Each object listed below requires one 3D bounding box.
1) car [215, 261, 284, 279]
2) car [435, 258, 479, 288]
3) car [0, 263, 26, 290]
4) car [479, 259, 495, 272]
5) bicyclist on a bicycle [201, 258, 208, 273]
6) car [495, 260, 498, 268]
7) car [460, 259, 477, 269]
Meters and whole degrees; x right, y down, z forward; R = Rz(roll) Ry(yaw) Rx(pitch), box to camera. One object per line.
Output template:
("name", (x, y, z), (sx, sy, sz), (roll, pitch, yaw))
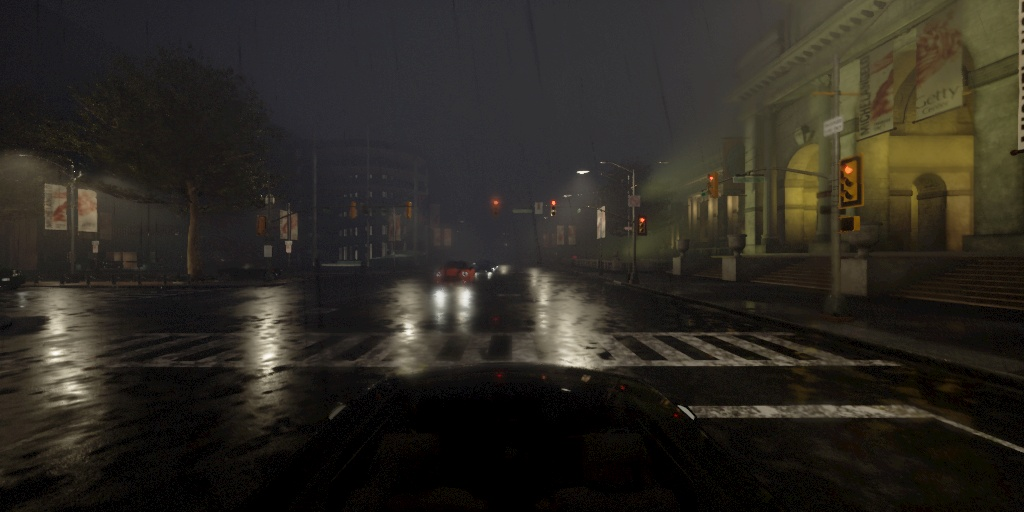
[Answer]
("car", (-23.101, 1.351, 31.741), (4.718, 1.301, 1.895), (0, 0, -1))
("car", (-3.600, 1.102, 23.503), (2.097, 1.767, 4.553), (0, 0, 0))
("car", (-31.114, 0.971, 20.095), (5.566, 2.045, 2.150), (0, 0, 0))
("car", (-3.597, 1.227, 46.185), (1.882, 1.535, 5.008), (0, 0, 0))
("bicyclist on a bicycle", (-34.228, 1.051, 39.560), (0.582, 1.620, 1.656), (0, 0, 0))
("car", (-3.608, 1.314, 60.068), (1.994, 1.385, 4.181), (0, 0, 0))
("car", (-7.092, 1.297, 58.896), (2.033, 1.411, 5.357), (0, 0, 0))
